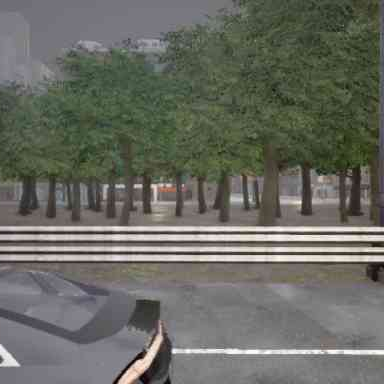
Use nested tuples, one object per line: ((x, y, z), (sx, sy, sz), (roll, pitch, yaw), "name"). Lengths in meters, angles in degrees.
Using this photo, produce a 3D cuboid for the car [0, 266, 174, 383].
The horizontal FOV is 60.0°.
((-2.618, 1.490, 2.968), (4.902, 1.511, 2.128), (0, 0, 1), "car")
